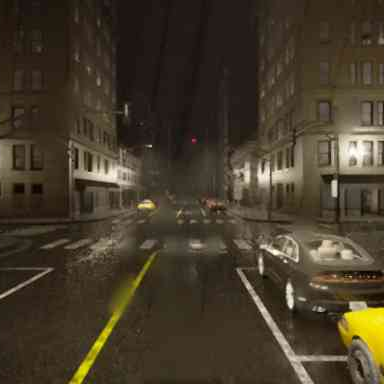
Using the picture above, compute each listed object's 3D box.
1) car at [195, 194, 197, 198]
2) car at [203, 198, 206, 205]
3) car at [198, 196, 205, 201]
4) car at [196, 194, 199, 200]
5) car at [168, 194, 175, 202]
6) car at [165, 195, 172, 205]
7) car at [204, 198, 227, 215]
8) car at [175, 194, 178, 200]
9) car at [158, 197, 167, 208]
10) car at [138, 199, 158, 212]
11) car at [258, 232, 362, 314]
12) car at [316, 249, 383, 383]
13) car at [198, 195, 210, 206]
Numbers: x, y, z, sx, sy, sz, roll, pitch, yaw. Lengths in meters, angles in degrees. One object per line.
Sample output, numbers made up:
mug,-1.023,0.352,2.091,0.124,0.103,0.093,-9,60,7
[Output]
car,2.509,1.811,85.476,1.947,1.339,4.313,0,0,0
car,2.578,1.702,40.022,1.802,1.307,4.206,0,0,0
car,2.500,1.786,91.328,1.752,1.417,4.829,0,0,0
car,2.535,1.513,68.432,2.192,1.841,5.009,0,0,0
car,-5.499,1.654,74.096,1.967,1.590,4.097,0,0,0
car,-5.481,1.734,62.734,2.008,1.369,4.403,0,0,0
car,2.587,1.654,34.341,2.008,1.369,4.403,0,0,0
car,-5.516,1.560,85.459,2.192,1.841,5.009,0,0,0
car,-5.464,1.718,51.371,1.947,1.339,4.313,0,0,0
car,-5.447,1.645,39.839,1.752,1.417,4.829,0,0,0
car,2.629,1.574,7.465,2.008,1.369,4.403,0,0,0
car,2.642,1.532,2.229,1.752,1.417,4.829,0,0,0
car,2.552,1.607,57.068,1.967,1.590,4.097,0,0,0
